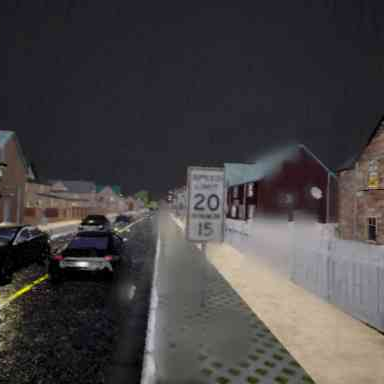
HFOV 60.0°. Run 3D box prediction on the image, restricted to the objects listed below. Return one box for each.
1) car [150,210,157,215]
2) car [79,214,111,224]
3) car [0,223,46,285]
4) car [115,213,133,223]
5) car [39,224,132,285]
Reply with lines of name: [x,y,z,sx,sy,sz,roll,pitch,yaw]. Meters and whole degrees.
car: [-10.282,5.450,88.620,2.033,1.411,5.357,3,-3,-5]
car: [-7.236,2.421,25.027,1.812,1.442,4.674,3,-3,-5]
car: [-5.885,1.750,10.258,2.128,1.511,4.902,3,-3,-5]
car: [-8.850,3.357,43.303,1.895,1.301,4.718,3,-3,-5]
car: [-3.077,1.963,10.760,1.994,1.385,4.181,3,-3,-5]
